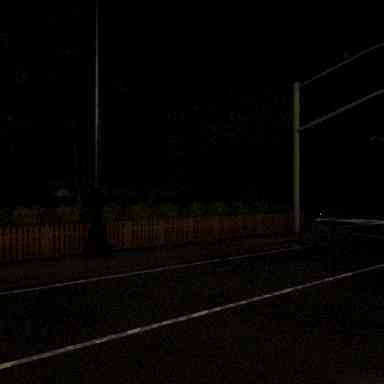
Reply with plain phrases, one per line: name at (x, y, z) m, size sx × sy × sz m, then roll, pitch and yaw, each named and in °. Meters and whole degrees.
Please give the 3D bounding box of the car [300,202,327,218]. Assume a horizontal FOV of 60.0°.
car at (9.861, 1.600, 30.565) m, size 1.895 × 1.301 × 4.718 m, roll 0°, pitch 0°, yaw -35°

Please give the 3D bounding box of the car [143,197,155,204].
car at (-6.999, 1.526, 54.988) m, size 1.812 × 1.442 × 4.674 m, roll 0°, pitch 0°, yaw -35°
